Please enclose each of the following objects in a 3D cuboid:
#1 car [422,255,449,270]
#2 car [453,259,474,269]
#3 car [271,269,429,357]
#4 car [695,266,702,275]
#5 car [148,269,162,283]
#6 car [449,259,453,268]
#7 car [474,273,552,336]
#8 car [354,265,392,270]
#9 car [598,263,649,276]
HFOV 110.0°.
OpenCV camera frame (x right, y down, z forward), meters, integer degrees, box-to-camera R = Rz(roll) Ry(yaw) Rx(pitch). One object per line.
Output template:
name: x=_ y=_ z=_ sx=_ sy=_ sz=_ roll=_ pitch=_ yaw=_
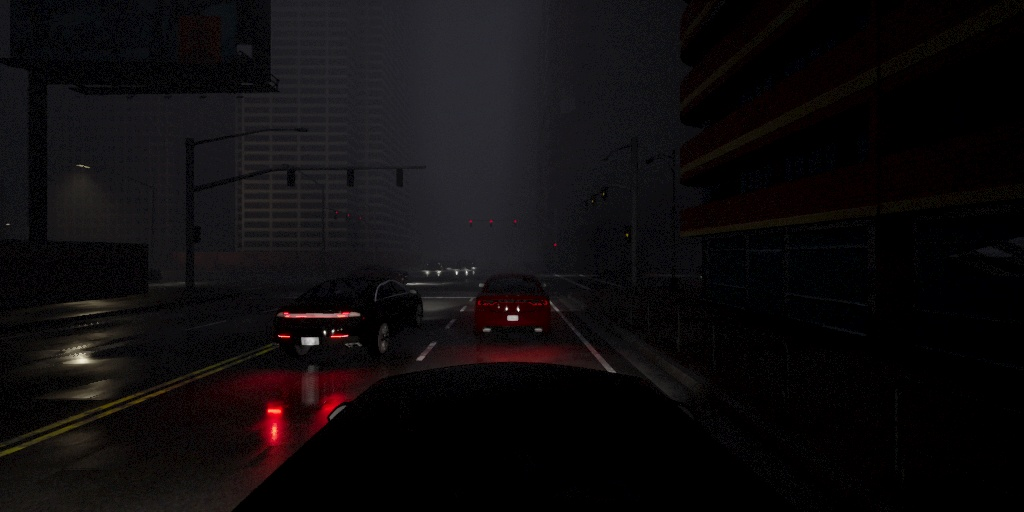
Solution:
car: x=-10.963 y=1.102 z=51.705 sx=2.097 sy=1.767 sz=4.553 roll=0 pitch=0 yaw=0
car: x=-7.489 y=1.255 z=55.614 sx=1.837 sy=1.490 sz=4.892 roll=0 pitch=0 yaw=0
car: x=-3.476 y=1.242 z=8.552 sx=2.128 sy=1.511 sz=4.902 roll=0 pitch=0 yaw=-1
car: x=21.452 y=1.228 z=36.698 sx=5.008 sy=1.535 sz=1.882 roll=0 pitch=0 yaw=0
car: x=-28.333 y=1.227 z=25.941 sx=5.008 sy=1.535 sz=1.882 roll=0 pitch=0 yaw=0
car: x=-11.011 y=1.297 z=61.904 sx=2.033 sy=1.411 sz=5.357 roll=0 pitch=0 yaw=0
car: x=0.012 y=1.228 z=10.440 sx=1.882 sy=1.535 sz=5.008 roll=0 pitch=0 yaw=0
car: x=-9.672 y=1.314 z=25.979 sx=4.181 sy=1.385 sz=1.994 roll=0 pitch=0 yaw=0
car: x=11.326 y=1.351 z=36.748 sx=4.718 sy=1.301 sz=1.895 roll=0 pitch=0 yaw=2
